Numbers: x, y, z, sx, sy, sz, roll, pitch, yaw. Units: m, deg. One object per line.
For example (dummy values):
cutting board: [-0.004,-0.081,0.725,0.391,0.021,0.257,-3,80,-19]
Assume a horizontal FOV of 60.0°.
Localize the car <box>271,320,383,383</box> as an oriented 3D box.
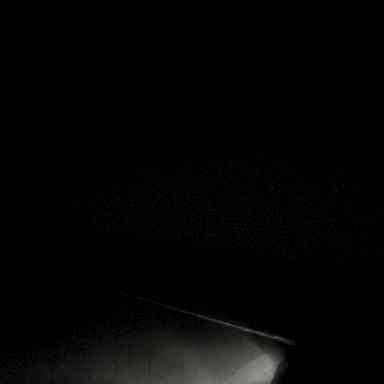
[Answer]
car: [3.152,1.570,1.858,5.357,1.411,2.033,1,0,34]
